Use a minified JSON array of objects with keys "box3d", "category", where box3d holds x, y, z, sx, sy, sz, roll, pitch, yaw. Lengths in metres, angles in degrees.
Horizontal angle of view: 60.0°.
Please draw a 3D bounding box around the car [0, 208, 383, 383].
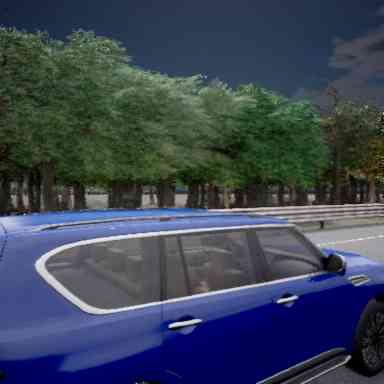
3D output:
[{"box3d":[0.210,1.214,3.901,5.566,2.045,2.150,0,0,-35],"category":"car"}]
